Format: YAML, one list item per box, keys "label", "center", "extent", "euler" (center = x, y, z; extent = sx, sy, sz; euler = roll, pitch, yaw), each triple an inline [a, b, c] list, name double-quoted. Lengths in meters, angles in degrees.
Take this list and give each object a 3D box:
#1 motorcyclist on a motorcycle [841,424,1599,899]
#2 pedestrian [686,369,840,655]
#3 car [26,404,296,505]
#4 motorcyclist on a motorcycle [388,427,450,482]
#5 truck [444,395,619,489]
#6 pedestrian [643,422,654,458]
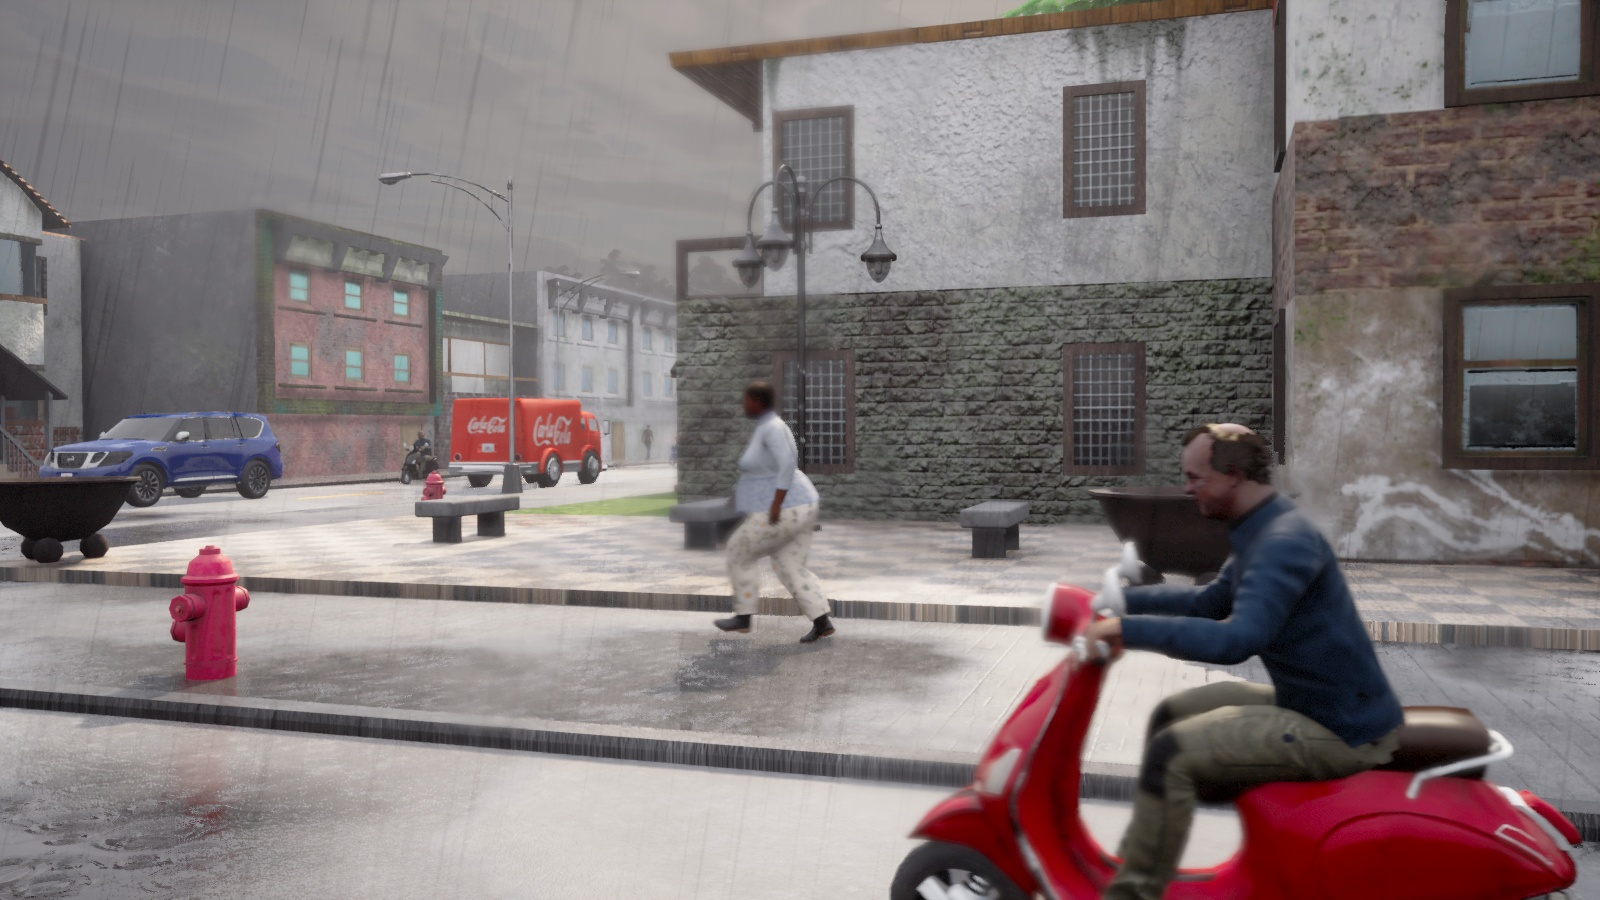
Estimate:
- label: "motorcyclist on a motorcycle"
  center: [1.103, 0.731, 3.331]
  extent: [1.817, 1.590, 0.866]
  euler: [0, 1, 18]
- label: "pedestrian"
  center: [-0.237, 0.393, 8.661]
  extent: [0.900, 1.855, 0.874]
  euler: [0, 1, 10]
- label: "car"
  center: [-14.159, 0.039, 28.316]
  extent: [2.150, 2.045, 5.566]
  euler: [0, 1, 17]
- label: "motorcyclist on a motorcycle"
  center: [-11.274, 0.140, 37.238]
  extent: [0.866, 1.590, 1.817]
  euler: [1, 0, 18]
- label: "truck"
  center: [-7.518, -0.263, 35.833]
  extent: [2.627, 2.467, 5.204]
  euler: [1, 1, 18]
- label: "pedestrian"
  center: [-7.574, -0.499, 62.856]
  extent: [0.328, 1.805, 0.869]
  euler: [0, 1, 9]
